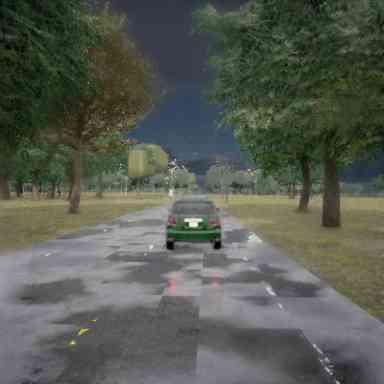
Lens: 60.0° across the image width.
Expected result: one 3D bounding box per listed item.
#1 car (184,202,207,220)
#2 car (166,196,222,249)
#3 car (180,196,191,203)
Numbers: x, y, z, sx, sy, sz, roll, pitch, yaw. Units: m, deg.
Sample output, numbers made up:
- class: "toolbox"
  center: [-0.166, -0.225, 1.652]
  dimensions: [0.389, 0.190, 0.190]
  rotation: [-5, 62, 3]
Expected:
- class: "car"
  center: [0.359, 1.640, 29.630]
  dimensions: [1.895, 1.301, 4.718]
  rotation: [0, 0, 1]
- class: "car"
  center: [0.090, 1.265, 14.652]
  dimensions: [2.150, 2.045, 5.566]
  rotation: [0, 0, 1]
- class: "car"
  center: [-1.438, 1.618, 76.777]
  dimensions: [2.128, 1.511, 4.902]
  rotation: [0, 0, 2]
